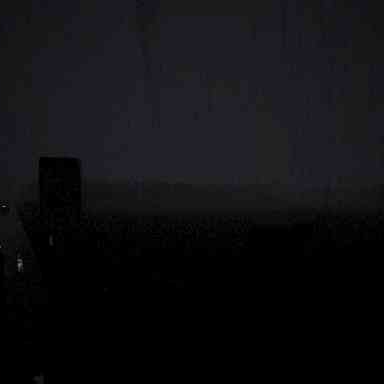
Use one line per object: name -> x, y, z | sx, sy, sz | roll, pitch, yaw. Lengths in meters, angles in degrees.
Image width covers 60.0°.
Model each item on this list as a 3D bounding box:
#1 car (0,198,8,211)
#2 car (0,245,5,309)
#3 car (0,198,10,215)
car -> -24.486, 1.533, 42.382 | 1.812, 1.442, 4.674 | 0, 0, -29
car -> -4.732, 1.567, 6.377 | 1.994, 1.385, 4.181 | 0, 0, -29
car -> -19.471, 1.537, 33.347 | 1.812, 1.442, 4.674 | 0, 0, -28
